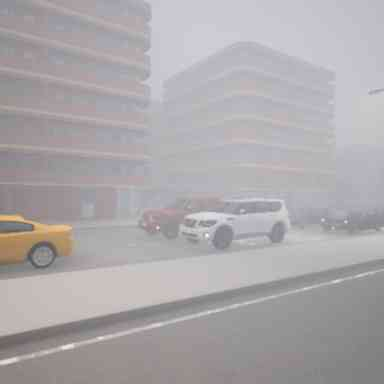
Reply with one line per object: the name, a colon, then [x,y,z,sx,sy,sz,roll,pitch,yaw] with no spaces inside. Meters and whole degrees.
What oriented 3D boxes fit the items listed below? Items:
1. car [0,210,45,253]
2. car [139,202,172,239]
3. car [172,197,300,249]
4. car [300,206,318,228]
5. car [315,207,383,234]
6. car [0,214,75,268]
car: [-8.446,1.465,12.136,5.357,1.411,2.033,1,0,-35]
car: [-0.075,1.274,17.953,5.566,2.045,2.150,1,0,-35]
car: [2.136,1.296,15.222,5.566,2.045,2.150,1,0,-35]
car: [8.342,1.735,23.792,5.357,1.411,2.033,1,0,-35]
car: [10.103,1.804,20.759,4.718,1.301,1.895,1,0,-35]
car: [-6.006,1.421,9.571,5.008,1.535,1.882,1,0,-35]
